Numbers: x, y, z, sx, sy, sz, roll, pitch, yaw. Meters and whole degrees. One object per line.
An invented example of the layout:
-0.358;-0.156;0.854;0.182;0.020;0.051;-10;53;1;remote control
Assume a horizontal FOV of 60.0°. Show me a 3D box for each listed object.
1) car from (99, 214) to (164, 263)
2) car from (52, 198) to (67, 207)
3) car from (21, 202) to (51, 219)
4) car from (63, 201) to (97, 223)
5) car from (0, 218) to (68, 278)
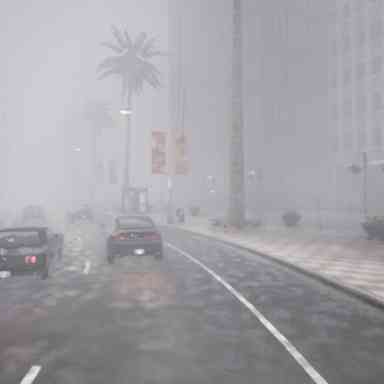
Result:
-2.357;1.615;12.602;1.837;1.490;4.892;0;-1;-18;car
-27.071;2.066;69.045;2.185;1.767;4.553;0;0;-27;car
-14.160;1.875;29.840;2.033;1.411;5.357;0;0;-27;car
-9.782;1.812;28.919;1.812;1.442;4.674;0;0;-27;car
-5.116;1.716;10.166;1.895;1.301;4.718;0;0;-15;car
